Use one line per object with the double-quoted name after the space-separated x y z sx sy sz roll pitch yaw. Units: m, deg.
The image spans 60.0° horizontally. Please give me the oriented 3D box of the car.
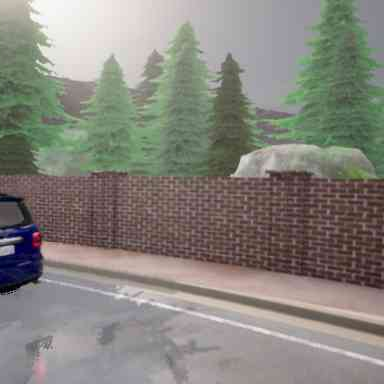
-5.494 0.969 6.487 5.566 2.045 2.150 2 1 23 "car"
